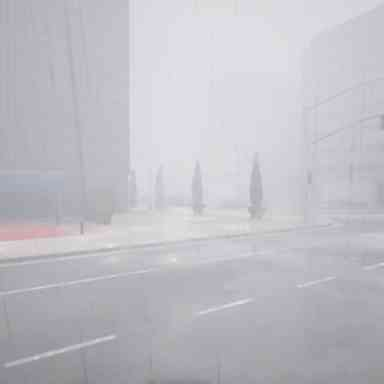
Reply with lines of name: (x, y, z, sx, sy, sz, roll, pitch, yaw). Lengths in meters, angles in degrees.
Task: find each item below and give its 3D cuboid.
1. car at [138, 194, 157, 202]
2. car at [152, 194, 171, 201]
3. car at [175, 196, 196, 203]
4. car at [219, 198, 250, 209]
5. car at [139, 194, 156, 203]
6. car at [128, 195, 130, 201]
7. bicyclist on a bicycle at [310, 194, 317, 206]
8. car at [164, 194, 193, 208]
car: (-9.543, 1.224, 70.477, 1.882, 1.535, 5.008, 0, 0, -35)
car: (-6.668, 1.207, 72.474, 1.882, 1.535, 5.008, 0, 0, -35)
car: (-1.290, 1.424, 64.837, 1.895, 1.301, 4.718, 0, 0, -34)
car: (5.414, 1.423, 42.657, 1.994, 1.385, 4.181, 0, 0, -35)
car: (-7.691, 1.383, 61.636, 1.812, 1.442, 4.674, 0, 0, -34)
car: (-12.196, 1.383, 62.032, 2.128, 1.511, 4.902, 0, 0, -35)
bicyclist on a bicycle: (17.100, 1.102, 46.834, 1.656, 1.620, 0.582, -1, 0, -35)
car: (-1.446, 1.227, 46.396, 2.097, 1.767, 4.553, 0, 0, -35)
